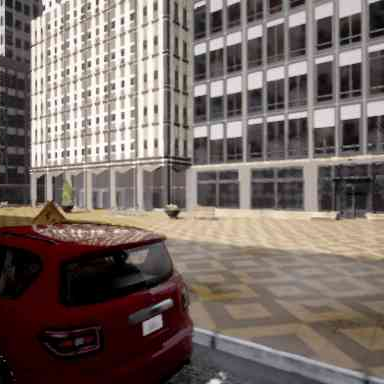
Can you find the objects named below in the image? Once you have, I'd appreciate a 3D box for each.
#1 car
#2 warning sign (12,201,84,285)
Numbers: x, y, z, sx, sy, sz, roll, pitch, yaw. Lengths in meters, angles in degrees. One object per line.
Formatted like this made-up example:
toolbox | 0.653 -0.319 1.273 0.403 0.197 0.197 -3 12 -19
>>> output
car | -2.316 1.350 4.517 5.009 1.841 2.192 -1 0 35
warning sign | -3.584 1.176 8.352 1.060 1.860 1.300 0 0 35
